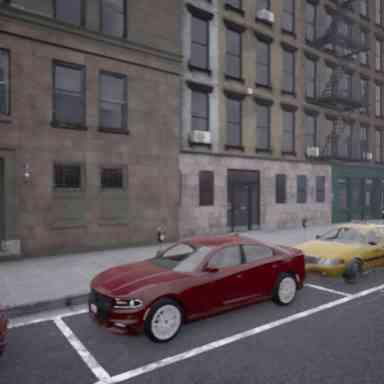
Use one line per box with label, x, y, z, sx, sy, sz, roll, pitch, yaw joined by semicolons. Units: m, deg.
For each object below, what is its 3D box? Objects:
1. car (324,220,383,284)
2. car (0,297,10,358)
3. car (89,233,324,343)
car;4.679;1.509;9.529;4.829;1.417;1.752;0;0;-36
car;-4.165;1.585;3.216;4.206;1.307;1.802;0;0;-36
car;0.326;1.538;6.422;4.507;1.381;1.887;0;0;-36
